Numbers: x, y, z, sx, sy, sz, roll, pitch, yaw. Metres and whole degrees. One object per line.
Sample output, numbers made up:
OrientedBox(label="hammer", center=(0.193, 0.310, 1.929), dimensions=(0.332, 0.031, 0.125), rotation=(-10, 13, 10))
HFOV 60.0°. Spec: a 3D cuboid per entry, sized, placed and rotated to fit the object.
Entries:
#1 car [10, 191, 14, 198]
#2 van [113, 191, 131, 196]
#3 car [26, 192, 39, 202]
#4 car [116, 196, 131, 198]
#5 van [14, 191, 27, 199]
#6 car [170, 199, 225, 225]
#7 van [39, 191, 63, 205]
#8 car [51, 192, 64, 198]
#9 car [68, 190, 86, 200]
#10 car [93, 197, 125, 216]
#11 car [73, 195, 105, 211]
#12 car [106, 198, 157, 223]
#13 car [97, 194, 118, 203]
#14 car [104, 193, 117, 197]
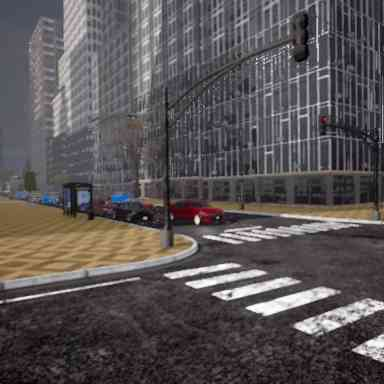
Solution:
OrientedBox(label="car", center=(-39.570, 0.667, 76.037), dimensions=(1.967, 1.590, 4.097), rotation=(-1, 1, -34))
OrientedBox(label="van", center=(-10.199, 0.771, 47.921), dimensions=(1.690, 1.788, 3.998), rotation=(-1, 1, -34))
OrientedBox(label="car", center=(-26.739, 0.996, 57.272), dimensions=(2.008, 1.369, 4.403), rotation=(-1, 1, -34))
OrientedBox(label="car", center=(-5.029, 1.315, 30.100), dimensions=(1.895, 1.301, 4.718), rotation=(-1, 1, -34))
OrientedBox(label="van", center=(-36.363, 0.623, 71.344), dimensions=(1.690, 1.788, 3.998), rotation=(-1, 1, -34))
OrientedBox(label="car", center=(0.186, 1.276, 22.453), dimensions=(1.882, 1.535, 5.008), rotation=(-1, 1, -34))
OrientedBox(label="van", center=(-20.323, 0.894, 47.885), dimensions=(1.690, 1.788, 3.998), rotation=(-1, 1, -34))
OrientedBox(label="car", center=(-32.653, 0.602, 80.766), dimensions=(2.008, 1.369, 4.403), rotation=(-1, 1, -34))
OrientedBox(label="car", center=(-23.030, 0.530, 66.688), dimensions=(2.192, 1.841, 5.009), rotation=(-1, 1, -34))
OrientedBox(label="car", center=(-7.585, 1.347, 29.061), dimensions=(1.802, 1.307, 4.206), rotation=(-1, 1, -34))
OrientedBox(label="car", center=(-10.744, 1.278, 33.785), dimensions=(1.947, 1.339, 4.313), rotation=(-1, 1, -34))
OrientedBox(label="car", center=(-4.391, 1.383, 24.357), dimensions=(1.947, 1.339, 4.313), rotation=(-1, 1, -34))
OrientedBox(label="car", center=(-13.405, 0.959, 52.616), dimensions=(1.802, 1.307, 4.206), rotation=(-1, 1, -34))
OrientedBox(label="car", center=(-10.669, 1.186, 38.355), dimensions=(1.994, 1.385, 4.181), rotation=(-1, 1, -34))
